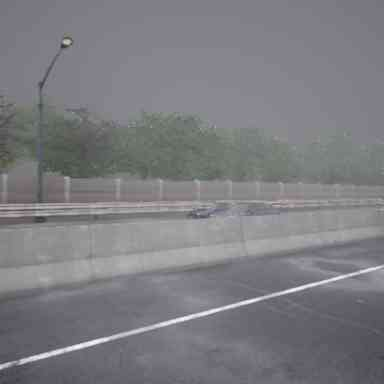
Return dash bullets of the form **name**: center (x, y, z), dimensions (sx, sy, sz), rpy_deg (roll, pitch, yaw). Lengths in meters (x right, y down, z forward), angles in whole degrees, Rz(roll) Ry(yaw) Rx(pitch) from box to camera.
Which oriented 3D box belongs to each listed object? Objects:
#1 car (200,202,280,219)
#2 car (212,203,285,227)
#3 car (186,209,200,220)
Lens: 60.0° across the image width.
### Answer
- **car**: center (3.028, 1.395, 19.051), dimensions (4.553, 1.767, 2.097), rpy_deg (0, 0, -35)
- **car**: center (4.180, 1.604, 24.174), dimensions (5.357, 1.411, 2.033), rpy_deg (0, 0, -36)
- **car**: center (2.134, 1.604, 27.014), dimensions (5.357, 1.411, 2.033), rpy_deg (0, 0, -35)
